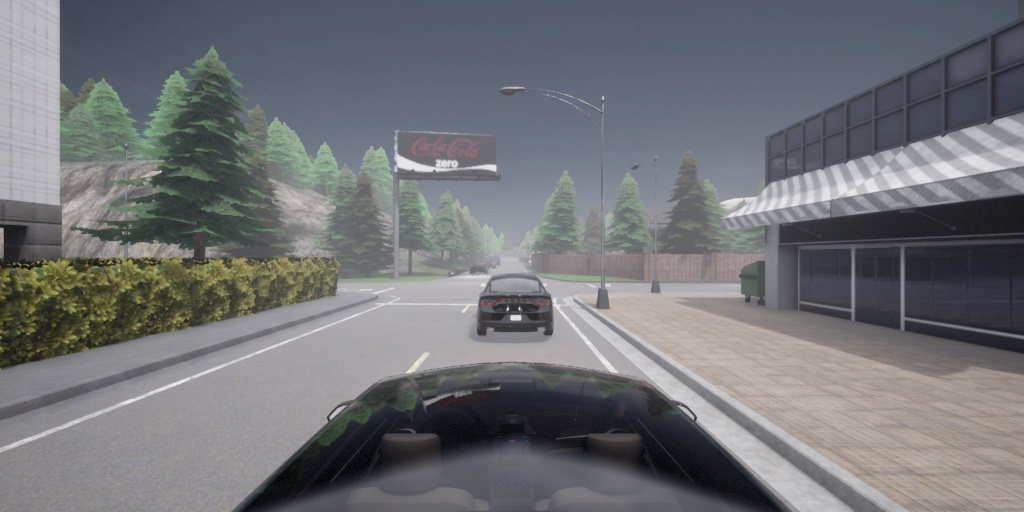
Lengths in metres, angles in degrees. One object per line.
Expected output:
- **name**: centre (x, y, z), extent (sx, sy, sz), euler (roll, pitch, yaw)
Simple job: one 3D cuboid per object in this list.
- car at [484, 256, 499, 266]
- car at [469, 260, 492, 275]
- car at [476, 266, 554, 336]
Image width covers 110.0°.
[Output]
- **car**: centre (-3.535, 1.100, 54.837), extent (2.097, 1.767, 4.553), euler (0, 0, 0)
- **car**: centre (-3.562, 1.350, 39.239), extent (1.895, 1.301, 4.718), euler (0, 0, 0)
- **car**: centre (0.063, 1.227, 10.481), extent (1.882, 1.535, 5.008), euler (0, 0, -1)
